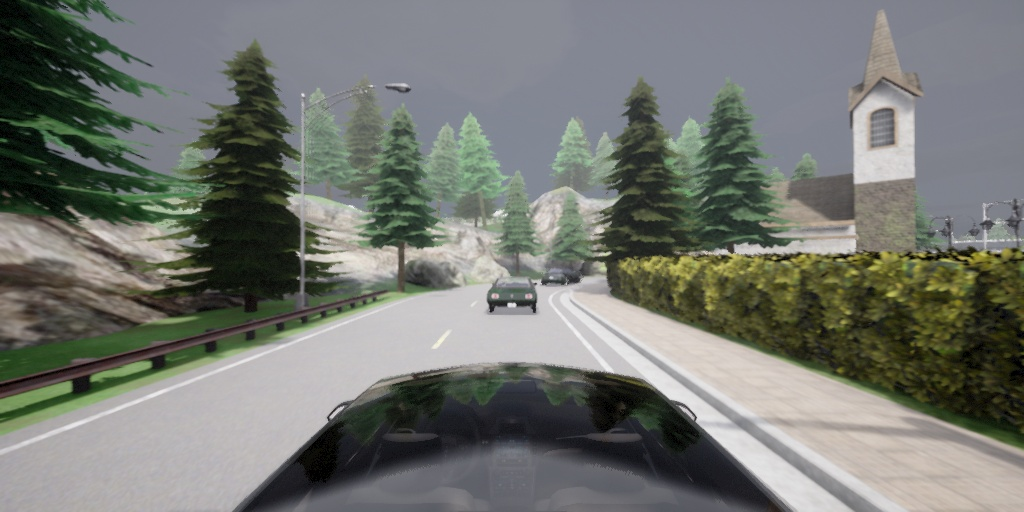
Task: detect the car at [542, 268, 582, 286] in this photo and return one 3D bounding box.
[{"bbox_3d":[4.059,1.619,28.738,1.994,1.385,4.181,0,-1,33],"label":"car"}]

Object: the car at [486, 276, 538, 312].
[{"bbox_3d":[0.104,1.502,15.063,1.895,1.301,4.718,0,-1,3],"label":"car"}]
